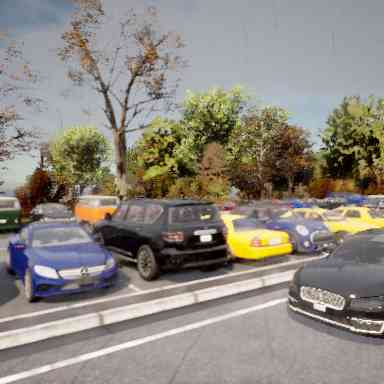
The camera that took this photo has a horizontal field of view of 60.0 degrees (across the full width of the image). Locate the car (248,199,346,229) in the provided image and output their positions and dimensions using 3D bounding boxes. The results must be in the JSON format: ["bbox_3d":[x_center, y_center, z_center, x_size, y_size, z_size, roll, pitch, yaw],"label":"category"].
[{"bbox_3d":[3.377,1.320,13.496,2.185,1.767,4.553,0,0,-36],"label":"car"}]

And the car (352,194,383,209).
[{"bbox_3d":[23.616,1.202,43.333,2.185,1.767,4.553,1,0,-36],"label":"car"}]

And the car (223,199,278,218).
[{"bbox_3d":[5.191,1.442,30.249,2.163,1.488,4.792,0,0,-36],"label":"car"}]

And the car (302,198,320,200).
[{"bbox_3d":[9.803,1.397,33.509,2.097,1.535,5.008,0,0,-36],"label":"car"}]

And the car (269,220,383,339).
[{"bbox_3d":[3.921,1.500,6.472,4.892,1.490,1.837,0,0,-35],"label":"car"}]

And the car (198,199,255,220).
[{"bbox_3d":[2.809,1.421,28.513,2.097,1.535,5.008,0,0,-36],"label":"car"}]

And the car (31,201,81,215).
[{"bbox_3d":[-8.570,1.462,20.370,2.231,1.521,4.892,0,0,-36],"label":"car"}]

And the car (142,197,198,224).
[{"bbox_3d":[-1.798,1.311,25.247,2.185,1.767,4.553,0,0,-36],"label":"car"}]

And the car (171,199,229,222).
[{"bbox_3d":[0.519,1.429,26.862,2.097,1.535,5.008,0,0,-36],"label":"car"}]

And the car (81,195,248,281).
[{"bbox_3d":[-1.217,1.210,10.203,2.435,2.045,5.566,0,0,-36],"label":"car"}]

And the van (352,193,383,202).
[{"bbox_3d":[12.517,1.188,20.145,1.878,1.987,4.442,0,0,-36],"label":"van"}]

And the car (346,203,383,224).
[{"bbox_3d":[5.801,1.435,14.964,1.946,1.575,5.366,0,0,-36],"label":"car"}]

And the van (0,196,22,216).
[{"bbox_3d":[-10.933,1.243,18.816,1.878,1.987,4.442,0,0,-36],"label":"van"}]

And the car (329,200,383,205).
[{"bbox_3d":[7.883,1.427,16.911,1.946,1.575,5.366,0,0,-36],"label":"car"}]

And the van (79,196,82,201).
[{"bbox_3d":[-6.337,1.227,22.102,1.878,1.987,4.442,0,0,-36],"label":"van"}]

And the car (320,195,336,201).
[{"bbox_3d":[12.099,1.390,35.154,2.231,1.521,4.892,0,0,-36],"label":"car"}]

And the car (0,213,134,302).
[{"bbox_3d":[-3.499,1.509,8.538,2.002,1.452,4.674,0,0,-36],"label":"car"}]

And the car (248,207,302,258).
[{"bbox_3d":[0.990,1.450,11.976,1.946,1.575,5.366,0,0,-36],"label":"car"}]

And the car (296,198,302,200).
[{"bbox_3d":[7.507,1.405,31.866,2.097,1.535,5.008,0,0,-36],"label":"car"}]

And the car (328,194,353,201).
[{"bbox_3d":[16.682,1.371,38.453,2.231,1.521,4.892,0,0,-36],"label":"car"}]

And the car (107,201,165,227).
[{"bbox_3d":[-4.079,1.445,23.583,2.097,1.535,5.008,0,0,-36],"label":"car"}]
